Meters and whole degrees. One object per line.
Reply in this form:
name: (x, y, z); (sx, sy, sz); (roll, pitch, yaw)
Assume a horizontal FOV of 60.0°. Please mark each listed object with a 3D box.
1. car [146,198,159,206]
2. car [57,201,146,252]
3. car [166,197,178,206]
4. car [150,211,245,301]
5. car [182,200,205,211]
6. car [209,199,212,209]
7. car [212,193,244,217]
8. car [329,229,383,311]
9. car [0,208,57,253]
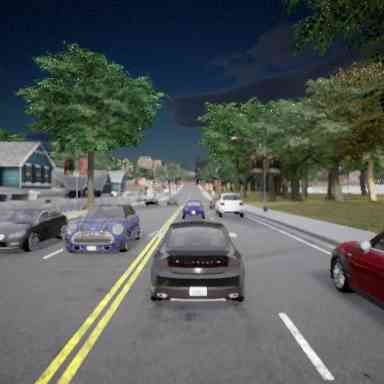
car: (-6.508, 1.679, 54.611); (1.895, 1.301, 4.718); (0, 0, 1)
car: (-3.337, 1.274, 13.319); (2.097, 1.767, 4.553); (0, 0, 0)
car: (-3.260, 1.583, 54.585); (1.837, 1.490, 4.892); (0, 0, 0)
car: (0.108, 1.449, 8.143); (1.837, 1.490, 4.892); (0, 0, 0)
car: (0.127, 1.446, 28.431); (1.812, 1.442, 4.674); (0, 0, 0)
car: (3.306, 1.562, 45.460); (2.033, 1.411, 5.357); (0, 0, 0)
car: (3.347, 1.150, 30.364); (2.150, 2.045, 5.566); (0, 0, 0)
car: (4.228, 1.310, 5.878); (2.097, 1.767, 4.553); (0, 0, 0)
car: (-6.588, 1.413, 13.442); (2.128, 1.511, 4.902); (0, 0, 0)
